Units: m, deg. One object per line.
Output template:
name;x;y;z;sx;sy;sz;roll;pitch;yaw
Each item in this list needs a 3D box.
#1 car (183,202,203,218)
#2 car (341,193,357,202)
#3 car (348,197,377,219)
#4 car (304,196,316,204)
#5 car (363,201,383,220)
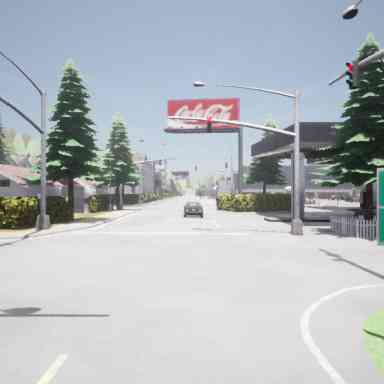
car;0.110;1.634;31.446;2.033;1.411;5.357;2;0;-1
car;34.755;1.490;71.858;2.007;1.523;4.514;0;0;0
car;14.317;1.505;24.957;3.866;1.878;1.905;0;0;0
car;22.368;1.552;64.040;1.970;1.475;3.806;0;0;0
car;18.631;1.672;30.636;4.611;1.667;2.242;0;0;0
